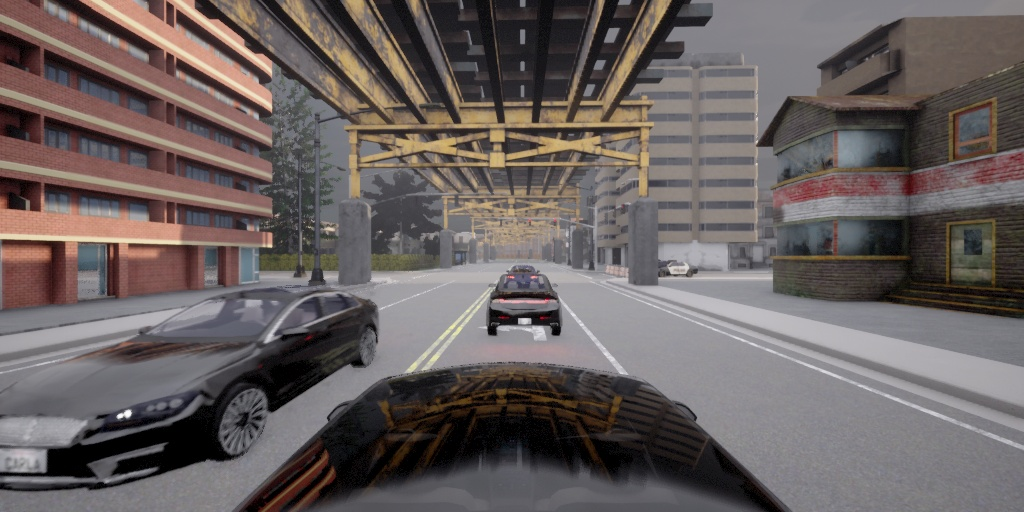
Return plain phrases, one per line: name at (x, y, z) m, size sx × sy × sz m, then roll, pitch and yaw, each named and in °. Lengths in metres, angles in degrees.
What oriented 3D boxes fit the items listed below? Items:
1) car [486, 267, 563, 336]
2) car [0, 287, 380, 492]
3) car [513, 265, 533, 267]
car at (0.328, 1.232, 10.388) m, size 2.128 × 1.511 × 4.902 m, roll 0°, pitch 0°, yaw 1°
car at (-3.522, 1.240, 5.084) m, size 2.128 × 1.511 × 4.902 m, roll 0°, pitch 0°, yaw 2°
car at (0.627, 1.240, 20.656) m, size 1.812 × 1.442 × 4.674 m, roll 0°, pitch 0°, yaw 2°
